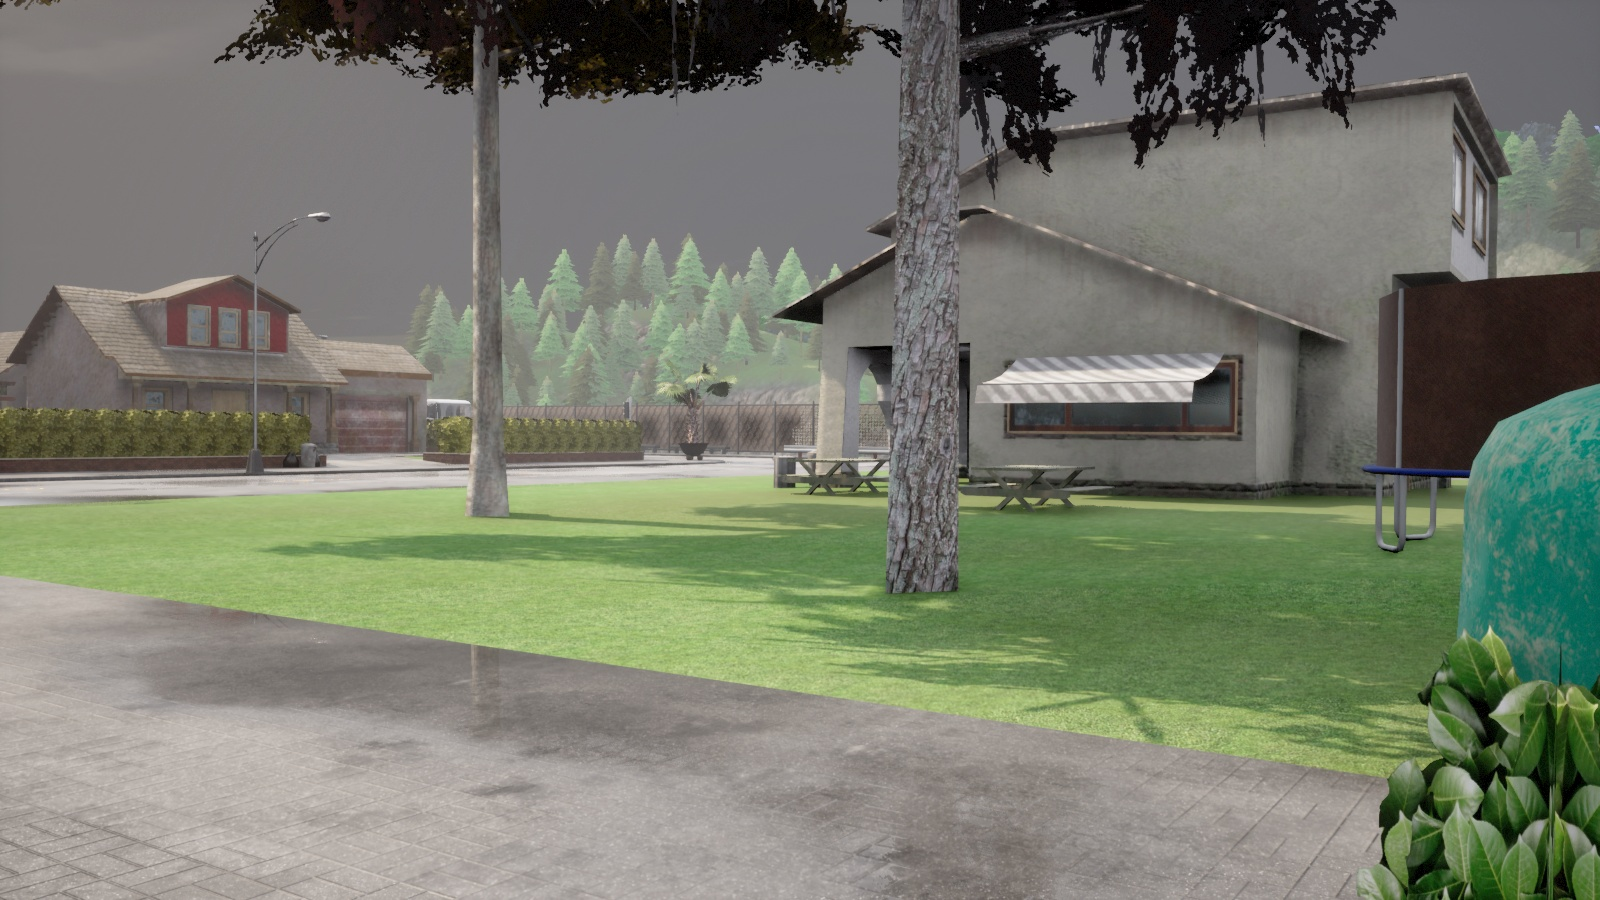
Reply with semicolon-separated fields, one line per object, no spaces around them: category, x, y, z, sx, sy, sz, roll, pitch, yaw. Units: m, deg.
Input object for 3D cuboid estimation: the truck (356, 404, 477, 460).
truck;-24.410;-1.120;79.860;7.936;3.462;2.891;0;1;33
